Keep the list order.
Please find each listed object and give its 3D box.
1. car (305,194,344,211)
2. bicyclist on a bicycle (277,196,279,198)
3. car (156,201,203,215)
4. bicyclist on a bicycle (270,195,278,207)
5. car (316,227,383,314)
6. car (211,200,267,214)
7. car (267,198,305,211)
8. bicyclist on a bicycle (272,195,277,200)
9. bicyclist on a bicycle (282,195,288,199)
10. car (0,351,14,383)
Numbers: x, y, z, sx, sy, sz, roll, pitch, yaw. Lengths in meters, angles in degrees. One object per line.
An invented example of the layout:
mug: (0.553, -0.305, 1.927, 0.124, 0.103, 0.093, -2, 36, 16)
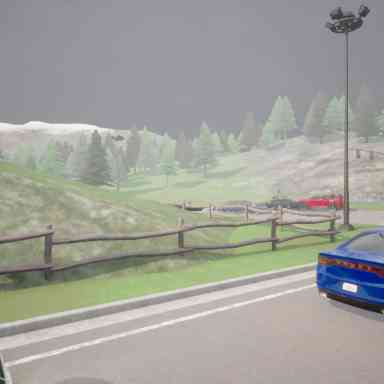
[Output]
car: (15.578, 1.223, 40.053, 5.566, 2.045, 2.150, 0, 0, 37)
bicyclist on a bicycle: (12.899, 1.302, 46.914, 0.582, 1.620, 1.656, 0, 0, 35)
car: (-1.359, 1.601, 34.621, 4.718, 1.301, 1.895, 0, 0, 30)
bicyclist on a bicycle: (11.798, 1.302, 47.671, 0.582, 1.620, 1.656, 0, 0, 34)
car: (4.746, 1.478, 7.072, 5.008, 1.535, 1.882, 0, 0, -34)
car: (4.685, 1.547, 34.981, 5.357, 1.411, 2.033, 0, 0, 34)
car: (10.334, 1.506, 39.507, 4.892, 1.490, 1.837, 0, 0, 35)
bicyclist on a bicycle: (12.166, 1.302, 47.420, 0.582, 1.620, 1.656, 0, 0, 34)
bicyclist on a bicycle: (13.264, 1.302, 46.659, 0.582, 1.620, 1.656, 0, 0, 35)
car: (-3.284, 1.352, 1.469, 4.553, 1.767, 2.097, 0, 0, -35)
